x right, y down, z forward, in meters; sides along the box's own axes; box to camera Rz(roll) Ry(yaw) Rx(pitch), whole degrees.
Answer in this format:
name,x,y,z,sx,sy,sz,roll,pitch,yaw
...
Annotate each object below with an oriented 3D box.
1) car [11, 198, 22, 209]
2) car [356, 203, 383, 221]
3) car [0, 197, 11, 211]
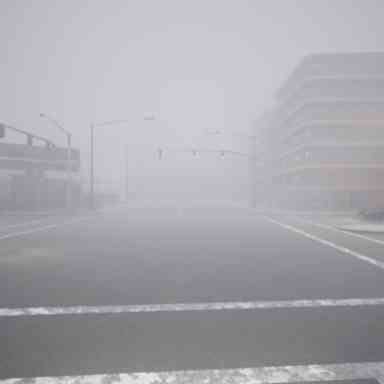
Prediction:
name,x,y,z,sx,sy,sz,roll,pitch,yaw
car,-24.024,1.485,42.662,3.806,1.475,1.970,0,0,1
car,16.368,1.566,26.983,5.357,1.411,2.033,0,0,0
car,-23.308,1.320,36.912,4.611,1.667,2.242,0,0,1
